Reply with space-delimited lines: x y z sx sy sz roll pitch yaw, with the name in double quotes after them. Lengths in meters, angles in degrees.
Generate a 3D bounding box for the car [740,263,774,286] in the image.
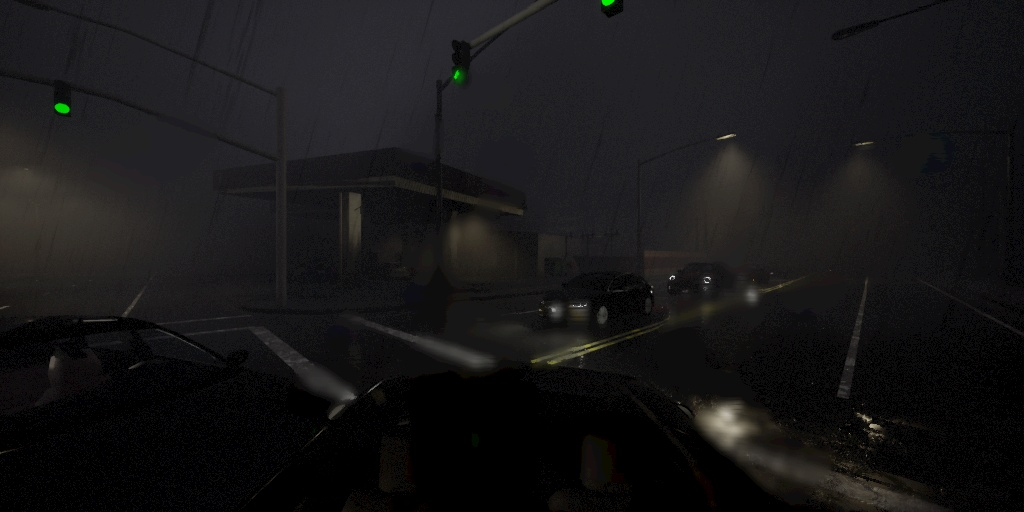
16.688 1.314 25.277 1.994 1.385 4.181 0 0 44 "car"

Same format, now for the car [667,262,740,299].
9.750 1.102 18.378 4.553 1.767 2.097 0 0 -45 "car"

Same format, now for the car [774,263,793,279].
23.833 1.314 32.319 4.181 1.385 1.994 0 0 -44 "car"

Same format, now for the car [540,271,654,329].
2.900 1.255 11.543 1.837 1.490 4.892 0 0 45 "car"

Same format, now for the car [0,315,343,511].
-3.417 1.242 2.536 4.902 1.511 2.128 0 0 15 "car"
